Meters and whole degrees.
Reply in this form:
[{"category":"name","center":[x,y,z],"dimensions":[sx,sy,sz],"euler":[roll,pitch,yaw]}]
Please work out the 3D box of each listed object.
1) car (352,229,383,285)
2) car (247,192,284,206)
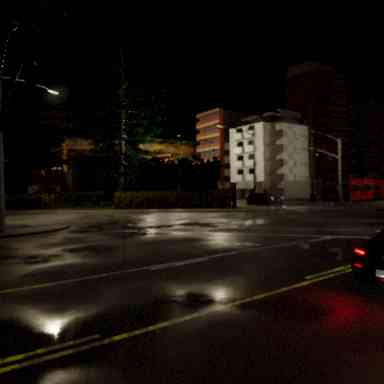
[{"category":"car","center":[5.563,1.370,7.735],"dimensions":[4.674,1.442,1.812],"euler":[-1,1,-35]},{"category":"car","center":[8.615,0.736,39.361],"dimensions":[2.097,1.767,4.553],"euler":[-2,1,-35]}]
